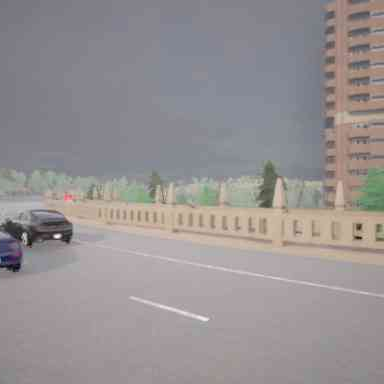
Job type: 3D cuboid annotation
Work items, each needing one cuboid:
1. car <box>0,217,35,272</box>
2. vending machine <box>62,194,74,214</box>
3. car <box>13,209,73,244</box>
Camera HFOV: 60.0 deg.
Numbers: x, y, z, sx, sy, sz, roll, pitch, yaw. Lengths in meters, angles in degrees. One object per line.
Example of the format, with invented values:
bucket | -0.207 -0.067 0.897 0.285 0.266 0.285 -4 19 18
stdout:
car | -6.554 1.545 9.745 4.674 1.442 1.812 0 0 43
vending machine | -13.598 1.290 36.420 1.100 2.100 0.880 0 0 -30
car | -7.161 1.542 15.239 1.837 1.490 4.892 0 0 -44
